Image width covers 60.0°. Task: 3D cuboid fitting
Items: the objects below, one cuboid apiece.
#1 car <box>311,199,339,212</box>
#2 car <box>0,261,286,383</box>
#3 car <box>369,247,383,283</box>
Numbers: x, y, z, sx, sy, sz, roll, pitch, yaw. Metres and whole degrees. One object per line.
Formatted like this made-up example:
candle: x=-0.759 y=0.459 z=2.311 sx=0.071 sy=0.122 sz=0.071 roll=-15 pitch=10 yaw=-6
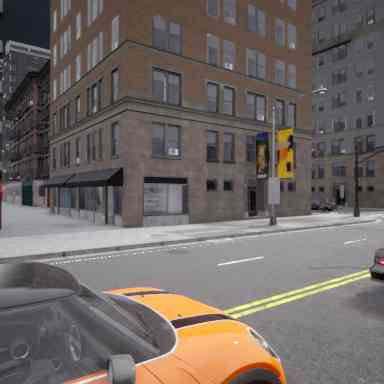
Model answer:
car: x=13.994 y=1.535 z=38.434 sx=2.033 sy=1.411 sz=5.357 roll=0 pitch=0 yaw=-36
car: x=-1.342 y=1.352 z=2.447 sx=4.553 sy=1.767 sz=2.097 roll=0 pitch=0 yaw=-37
car: x=6.462 y=1.550 z=8.248 sx=5.357 sy=1.411 sz=2.033 roll=0 pitch=0 yaw=-37
